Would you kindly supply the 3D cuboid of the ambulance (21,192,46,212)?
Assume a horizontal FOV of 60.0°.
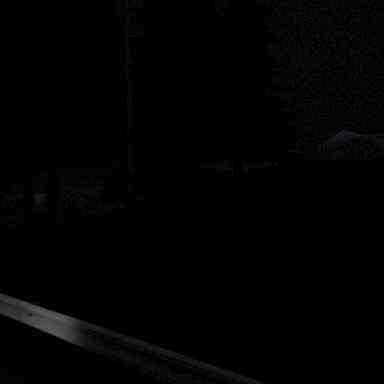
[{"bbox_3d":[-18.370,1.258,36.991,2.351,2.431,6.366,-1,0,35],"label":"ambulance"}]
